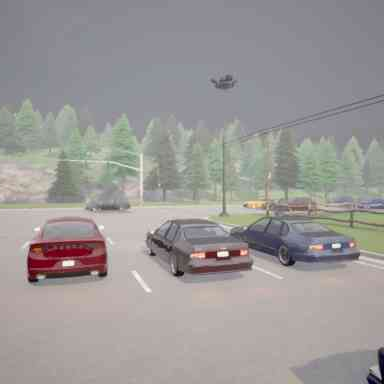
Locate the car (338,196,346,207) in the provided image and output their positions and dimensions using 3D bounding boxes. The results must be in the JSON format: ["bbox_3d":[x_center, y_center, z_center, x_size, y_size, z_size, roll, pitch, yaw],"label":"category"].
[{"bbox_3d":[22.919,1.492,45.136,4.902,1.511,2.128,0,0,-19],"label":"car"}]

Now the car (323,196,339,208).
[{"bbox_3d":[21.312,1.352,48.282,4.553,1.767,2.097,0,0,-19],"label":"car"}]

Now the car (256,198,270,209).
[{"bbox_3d":[10.760,1.525,40.892,4.674,1.442,1.812,0,0,-18],"label":"car"}]

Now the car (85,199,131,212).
[{"bbox_3d":[-9.141,1.490,36.348,4.902,1.511,2.128,0,0,-26],"label":"car"}]

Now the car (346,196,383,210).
[{"bbox_3d":[22.022,1.478,41.125,5.008,1.535,1.882,-1,0,-19],"label":"car"}]

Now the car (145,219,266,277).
[{"bbox_3d":[-0.093,1.547,10.397,2.033,1.411,5.357,0,0,-20],"label":"car"}]

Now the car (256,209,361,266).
[{"bbox_3d":[3.183,1.547,11.637,2.033,1.411,5.357,0,0,-20],"label":"car"}]

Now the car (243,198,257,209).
[{"bbox_3d":[9.160,1.477,44.059,5.008,1.535,1.882,0,0,-20],"label":"car"}]

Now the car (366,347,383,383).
[{"bbox_3d":[3.216,1.601,1.288,1.895,1.301,4.718,0,0,-20],"label":"car"}]

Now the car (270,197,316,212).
[{"bbox_3d":[11.666,1.352,37.519,4.553,1.767,2.097,0,0,-20],"label":"car"}]

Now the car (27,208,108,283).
[{"bbox_3d":[-3.636,1.477,9.926,1.882,1.535,5.008,0,0,-19],"label":"car"}]
